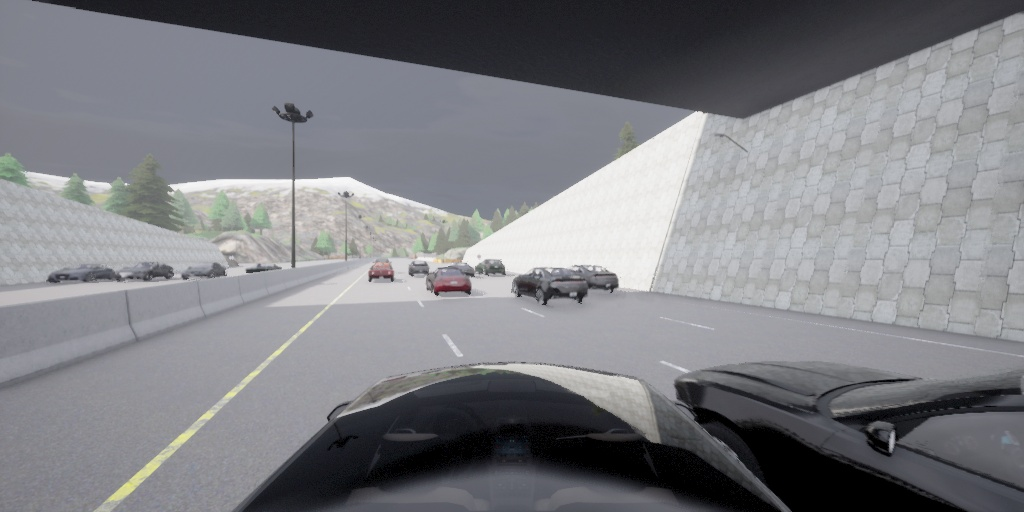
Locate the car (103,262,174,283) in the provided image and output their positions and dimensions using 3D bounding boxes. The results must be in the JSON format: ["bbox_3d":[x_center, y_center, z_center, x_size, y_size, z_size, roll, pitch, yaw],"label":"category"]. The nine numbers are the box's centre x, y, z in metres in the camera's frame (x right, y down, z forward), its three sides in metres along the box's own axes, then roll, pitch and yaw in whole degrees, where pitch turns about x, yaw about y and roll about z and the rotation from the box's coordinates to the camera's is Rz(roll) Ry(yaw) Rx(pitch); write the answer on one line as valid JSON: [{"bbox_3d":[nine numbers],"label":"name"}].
[{"bbox_3d":[-29.191,1.236,28.605,2.128,1.511,4.902,0,0,-19],"label":"car"}]

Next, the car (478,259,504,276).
[{"bbox_3d":[-2.248,1.085,36.967,2.097,1.767,4.553,0,0,-20],"label":"car"}]

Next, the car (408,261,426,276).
[{"bbox_3d":[-9.439,1.226,36.289,2.128,1.511,4.902,0,0,-19],"label":"car"}]

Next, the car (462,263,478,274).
[{"bbox_3d":[-4.888,1.299,33.945,1.994,1.385,4.181,0,0,-20],"label":"car"}]

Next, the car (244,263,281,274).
[{"bbox_3d":[-23.818,1.341,34.417,1.895,1.301,4.718,0,0,-19],"label":"car"}]

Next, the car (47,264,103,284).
[{"bbox_3d":[-32.404,1.309,27.192,1.994,1.385,4.181,0,0,-19],"label":"car"}]

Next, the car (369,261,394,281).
[{"bbox_3d":[-10.806,1.339,29.696,1.895,1.301,4.718,0,0,-20],"label":"car"}]

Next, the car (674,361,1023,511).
[{"bbox_3d":[2.952,1.227,1.466,1.882,1.535,5.008,0,0,-20],"label":"car"}]

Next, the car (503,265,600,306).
[{"bbox_3d":[1.516,1.234,15.939,2.128,1.511,4.902,0,0,-20],"label":"car"}]

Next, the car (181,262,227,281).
[{"bbox_3d":[-26.234,1.268,30.739,1.812,1.442,4.674,0,0,-19],"label":"car"}]

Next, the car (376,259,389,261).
[{"bbox_3d":[-15.025,1.087,41.555,2.097,1.767,4.553,0,0,-20],"label":"car"}]

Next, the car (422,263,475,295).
[{"bbox_3d":[-3.571,1.306,19.800,1.994,1.385,4.181,0,0,-20],"label":"car"}]

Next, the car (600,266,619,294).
[{"bbox_3d":[3.866,1.232,19.781,2.128,1.511,4.902,0,0,-20],"label":"car"}]
